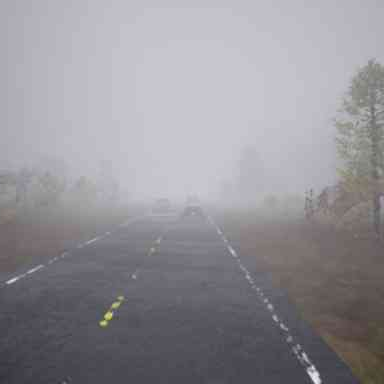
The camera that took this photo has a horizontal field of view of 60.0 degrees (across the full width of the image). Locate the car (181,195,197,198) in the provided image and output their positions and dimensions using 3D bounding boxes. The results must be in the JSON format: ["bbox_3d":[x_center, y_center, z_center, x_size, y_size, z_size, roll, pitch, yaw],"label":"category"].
[{"bbox_3d":[0.058,1.233,43.243,2.097,1.767,4.553,0,0,0],"label":"car"}]

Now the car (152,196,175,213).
[{"bbox_3d":[-3.108,1.409,35.364,1.837,1.490,4.892,0,0,0],"label":"car"}]

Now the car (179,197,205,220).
[{"bbox_3d":[0.086,1.448,27.234,1.812,1.442,4.674,0,0,0],"label":"car"}]

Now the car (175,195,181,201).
[{"bbox_3d":[-3.026,1.355,73.221,1.994,1.385,4.181,0,0,0],"label":"car"}]
